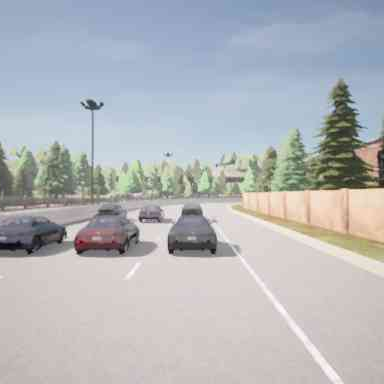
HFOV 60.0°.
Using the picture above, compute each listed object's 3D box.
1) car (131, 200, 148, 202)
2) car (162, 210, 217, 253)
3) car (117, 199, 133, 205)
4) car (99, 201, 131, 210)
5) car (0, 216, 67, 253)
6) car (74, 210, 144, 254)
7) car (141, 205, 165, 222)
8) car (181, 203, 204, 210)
[{"bbox_3d":[-12.649,2.242,77.983,1.812,1.442,4.674,0,-1,16],"label":"car"},{"bbox_3d":[0.012,1.698,14.286,1.994,1.385,4.181,0,0,0],"label":"car"},{"bbox_3d":[-15.932,2.331,79.218,1.895,1.301,4.718,0,-1,16],"label":"car"},{"bbox_3d":[-6.984,1.781,29.299,1.837,1.490,4.892,0,0,0],"label":"car"},{"bbox_3d":[-6.989,1.698,14.263,1.994,1.385,4.181,0,0,0],"label":"car"},{"bbox_3d":[-3.489,1.698,14.262,1.994,1.385,4.181,0,0,0],"label":"car"},{"bbox_3d":[-3.488,1.818,28.992,2.033,1.411,5.357,0,-1,0],"label":"car"},{"bbox_3d":[0.019,1.753,29.479,1.882,1.535,5.008,0,0,0],"label":"car"}]
